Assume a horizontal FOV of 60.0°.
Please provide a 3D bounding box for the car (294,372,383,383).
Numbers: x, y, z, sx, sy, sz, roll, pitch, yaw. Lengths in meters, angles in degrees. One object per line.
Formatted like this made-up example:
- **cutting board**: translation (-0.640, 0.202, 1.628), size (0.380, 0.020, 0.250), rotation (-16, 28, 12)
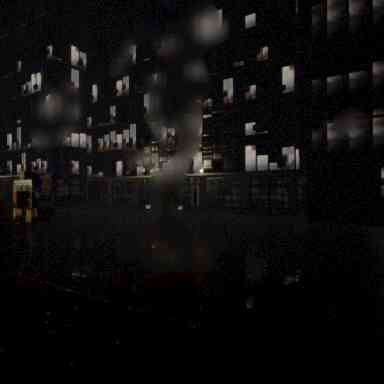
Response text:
- **car**: translation (2.270, 1.582, 1.240), size (4.206, 1.307, 1.802), rotation (0, 0, 36)
